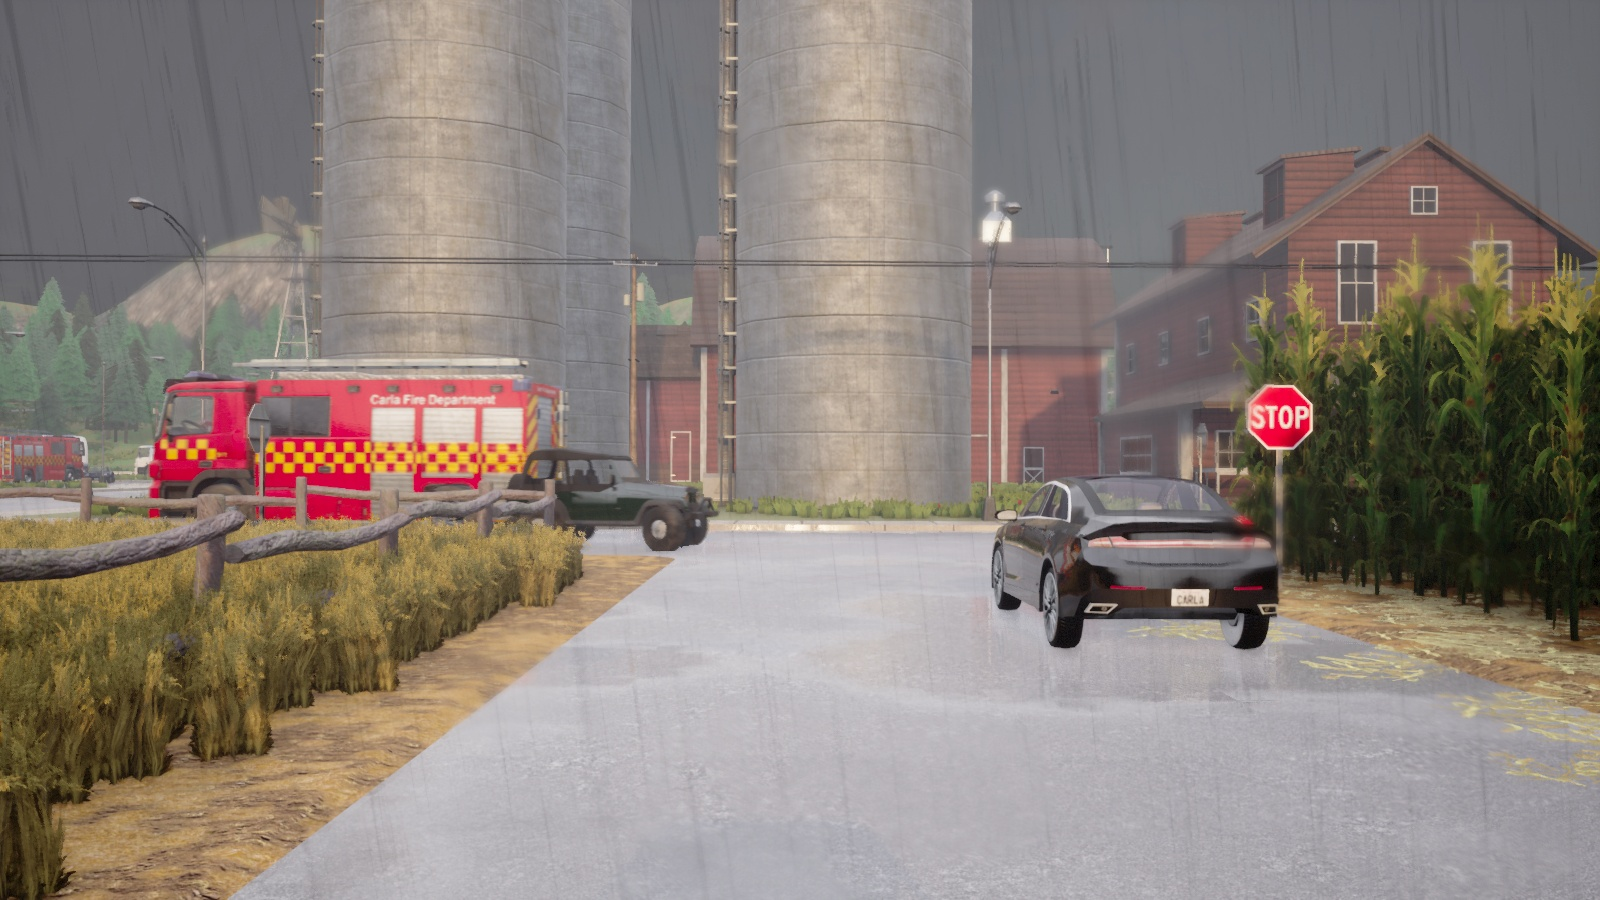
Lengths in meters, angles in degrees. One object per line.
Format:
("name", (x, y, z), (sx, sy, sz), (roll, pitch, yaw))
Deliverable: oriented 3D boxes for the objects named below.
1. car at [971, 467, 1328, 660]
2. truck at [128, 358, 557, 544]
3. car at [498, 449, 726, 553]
("car", (3.084, 0.929, 12.335), (2.128, 1.511, 4.902), (0, -1, 0))
("truck", (-9.914, 0.055, 27.703), (8.468, 3.827, 2.891), (0, -1, 5))
("car", (-3.522, 0.941, 23.857), (3.866, 1.878, 1.905), (0, -1, 11))
